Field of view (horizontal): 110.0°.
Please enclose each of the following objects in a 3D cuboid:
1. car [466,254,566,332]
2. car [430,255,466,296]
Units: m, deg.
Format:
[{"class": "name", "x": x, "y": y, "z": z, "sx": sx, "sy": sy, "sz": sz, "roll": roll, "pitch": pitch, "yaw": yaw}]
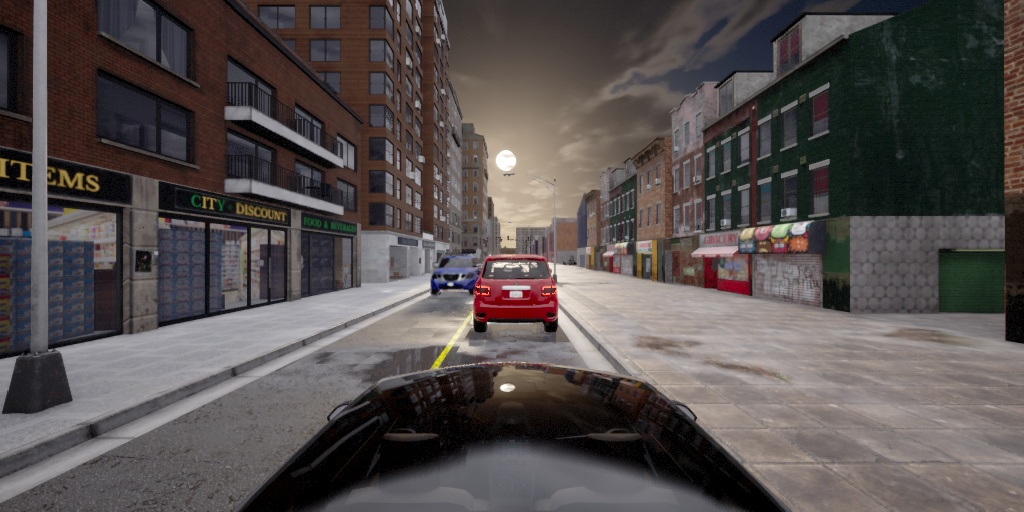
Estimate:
[{"class": "car", "x": 0.090, "y": 0.972, "z": 10.947, "sx": 2.150, "sy": 2.045, "sz": 5.566, "roll": 0, "pitch": 0, "yaw": 0}, {"class": "car", "x": -2.876, "y": 0.971, "z": 19.549, "sx": 2.150, "sy": 2.045, "sz": 5.566, "roll": 0, "pitch": 0, "yaw": 0}]
